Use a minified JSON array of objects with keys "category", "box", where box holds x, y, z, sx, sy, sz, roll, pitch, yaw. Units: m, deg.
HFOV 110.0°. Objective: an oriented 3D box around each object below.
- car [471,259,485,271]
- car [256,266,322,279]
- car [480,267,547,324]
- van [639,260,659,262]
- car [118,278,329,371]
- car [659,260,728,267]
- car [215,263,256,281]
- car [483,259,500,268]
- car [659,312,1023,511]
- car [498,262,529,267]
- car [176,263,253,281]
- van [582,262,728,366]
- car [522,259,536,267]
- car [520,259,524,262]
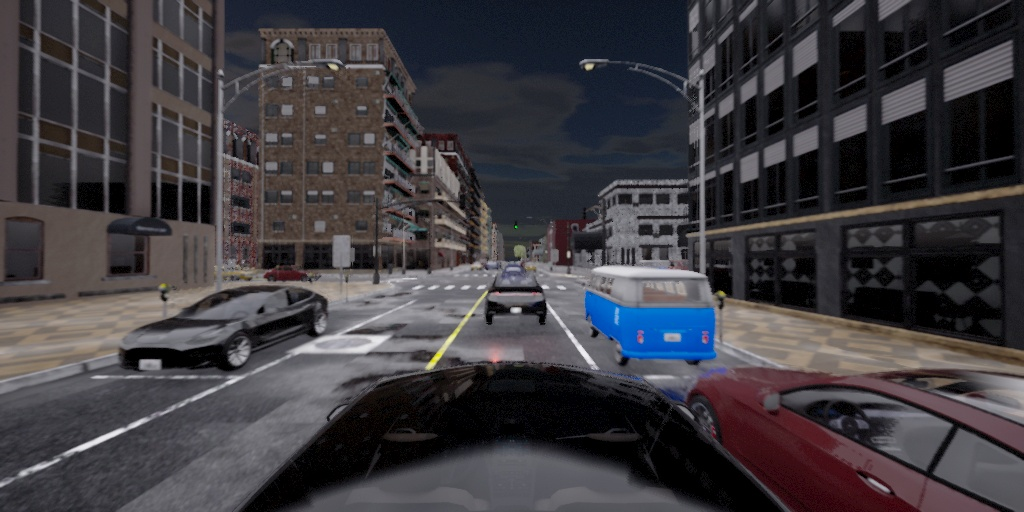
[{"category":"car","box":[-5.682,1.611,57.943,1.751,1.417,4.829,0,0,0]},{"category":"car","box":[-17.463,1.424,28.598,4.207,1.307,1.802,0,0,0]},{"category":"car","box":[0.105,1.297,12.280,2.128,1.511,4.902,0,0,0]},{"category":"van","box":[14.902,1.357,37.050,3.998,1.789,1.690,0,0,0]},{"category":"car","box":[-5.689,1.349,7.815,1.948,1.339,4.313,0,0,0]},{"category":"car","box":[14.924,1.246,28.670,5.009,1.841,2.192,0,0,0]},{"category":"car","box":[-22.956,1.357,28.586,4.829,1.417,1.751,0,0,0]},{"category":"car","box":[-3.058,1.596,55.917,1.812,1.442,4.674,0,0,0]},{"category":"car","box":[2.657,1.334,2.099,1.802,1.307,4.207,0,0,0]},{"category":"car","box":[0.107,1.408,28.101,1.812,1.442,4.674,0,0,0]},{"category":"car","box":[-25.771,1.346,31.180,4.902,1.511,2.128,0,-1,0]},{"category":"van","box":[2.658,1.123,7.788,1.690,1.789,3.998,0,0,0]},{"category":"car","box":[2.698,1.574,52.743,1.751,1.417,4.829,0,0,0]},{"category":"car","box":[2.700,1.703,63.651,1.802,1.307,4.207,0,0,0]}]
